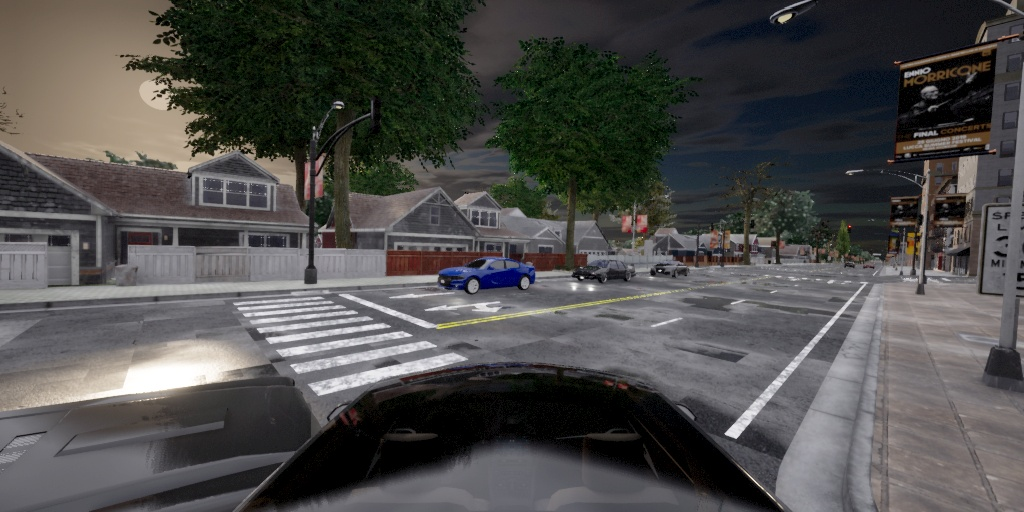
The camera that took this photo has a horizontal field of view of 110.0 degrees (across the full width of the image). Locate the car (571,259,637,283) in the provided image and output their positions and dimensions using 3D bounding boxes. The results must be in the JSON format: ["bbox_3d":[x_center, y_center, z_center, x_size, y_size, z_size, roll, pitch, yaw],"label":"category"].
[{"bbox_3d":[6.152,0.934,23.411,5.357,1.411,2.033,1,2,-44],"label":"car"}]

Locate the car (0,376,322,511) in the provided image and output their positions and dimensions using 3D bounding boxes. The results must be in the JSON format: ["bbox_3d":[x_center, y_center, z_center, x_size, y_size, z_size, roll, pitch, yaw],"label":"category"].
[{"bbox_3d":[-3.315,1.281,1.351,4.718,1.301,1.895,1,2,-34],"label":"car"}]

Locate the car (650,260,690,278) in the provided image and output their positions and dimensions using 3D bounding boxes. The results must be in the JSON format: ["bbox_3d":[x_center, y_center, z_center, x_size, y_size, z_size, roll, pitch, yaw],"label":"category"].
[{"bbox_3d":[13.383,1.021,30.298,4.181,1.385,1.994,1,2,-44],"label":"car"}]

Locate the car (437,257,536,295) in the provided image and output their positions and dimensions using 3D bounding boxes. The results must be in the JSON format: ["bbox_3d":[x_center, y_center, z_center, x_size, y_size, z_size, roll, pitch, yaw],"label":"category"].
[{"bbox_3d":[-1.047,0.797,16.525,5.008,1.535,1.882,0,2,-44],"label":"car"}]
